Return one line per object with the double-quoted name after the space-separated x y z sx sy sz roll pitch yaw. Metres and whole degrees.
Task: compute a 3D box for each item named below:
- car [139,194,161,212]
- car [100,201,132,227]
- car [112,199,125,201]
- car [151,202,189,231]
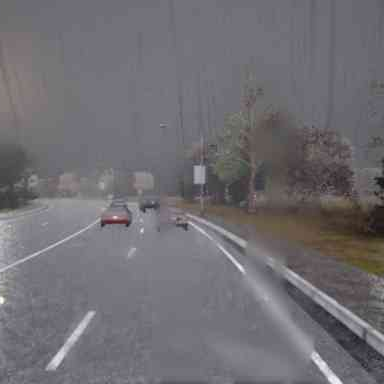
-5.051 1.304 39.792 2.150 2.045 5.566 0 0 -15 "car"
-5.269 1.615 23.462 1.994 1.385 4.181 0 0 -9 "car"
-9.286 1.579 41.941 2.128 1.511 4.902 0 0 -16 "car"
-1.350 1.590 21.148 2.033 1.411 5.357 0 0 -8 "car"
